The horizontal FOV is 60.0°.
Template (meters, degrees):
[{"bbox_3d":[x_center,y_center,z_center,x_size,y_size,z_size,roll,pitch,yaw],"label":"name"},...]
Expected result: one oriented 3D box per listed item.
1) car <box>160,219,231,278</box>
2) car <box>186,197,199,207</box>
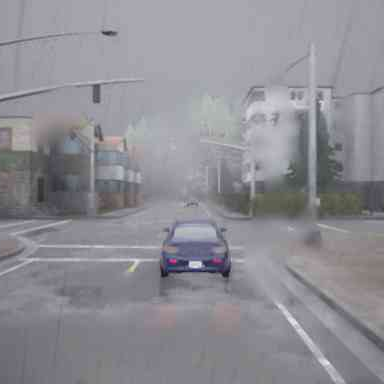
[{"bbox_3d":[0.088,1.526,10.046,1.812,1.442,4.674,0,0,0],"label":"car"},{"bbox_3d":[0.097,1.550,52.698,2.033,1.411,5.357,0,0,0],"label":"car"}]
